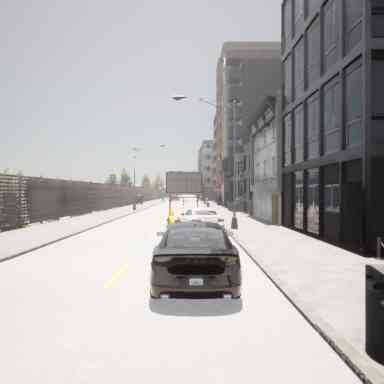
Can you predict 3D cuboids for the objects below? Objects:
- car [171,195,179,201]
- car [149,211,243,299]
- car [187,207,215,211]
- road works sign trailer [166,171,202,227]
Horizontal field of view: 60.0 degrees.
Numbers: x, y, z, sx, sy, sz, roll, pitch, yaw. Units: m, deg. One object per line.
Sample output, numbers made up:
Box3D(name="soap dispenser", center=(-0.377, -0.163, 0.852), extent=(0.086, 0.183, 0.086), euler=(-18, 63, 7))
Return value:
Box3D(name="car", center=(-4.245, 1.563, 83.278), extent=(1.994, 1.385, 4.181), euler=(0, 0, 0))
Box3D(name="car", center=(0.074, 1.478, 8.500), extent=(1.882, 1.535, 5.008), euler=(0, 0, 0))
Box3D(name="car", center=(0.455, 1.539, 17.850), extent=(1.812, 1.442, 4.674), euler=(0, -1, -10))
Box3D(name="road works sign trailer", center=(-0.555, 0.464, 21.330), extent=(2.380, 3.560, 2.880), euler=(0, 0, -17))
